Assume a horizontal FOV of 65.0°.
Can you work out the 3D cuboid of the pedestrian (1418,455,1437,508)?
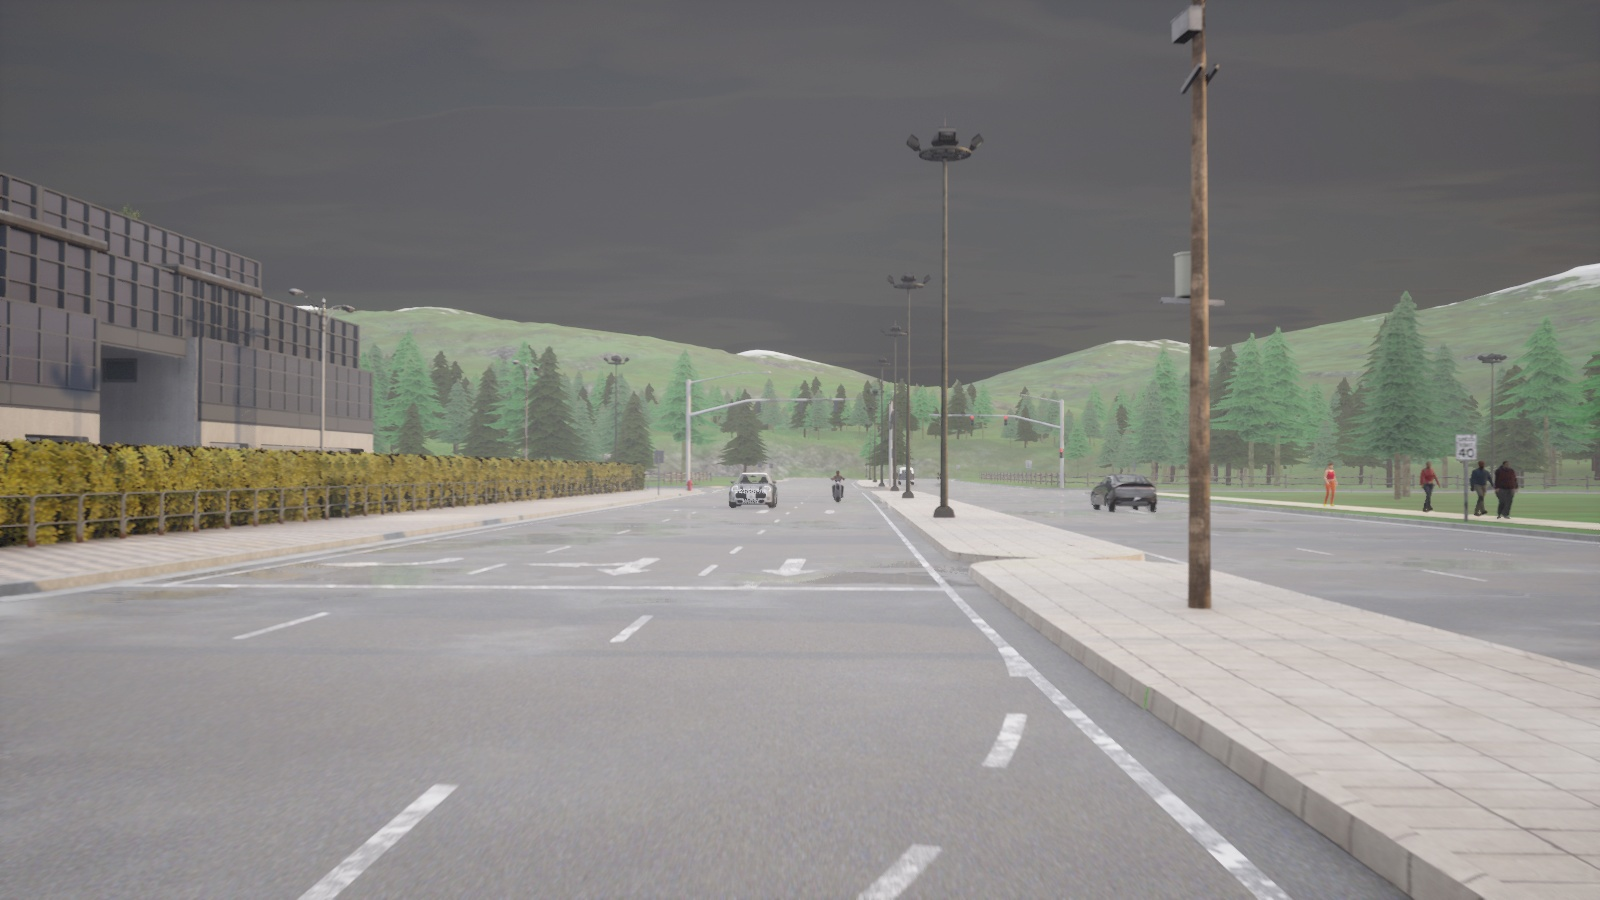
[{"bbox_3d":[22.141,1.108,44.306,0.331,1.846,0.636,0,-1,2],"label":"pedestrian"}]

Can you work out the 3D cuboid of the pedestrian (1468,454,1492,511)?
[{"bbox_3d":[21.976,1.047,40.587,0.370,1.835,0.726,0,-1,2],"label":"pedestrian"}]

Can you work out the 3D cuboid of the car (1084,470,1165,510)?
[{"bbox_3d":[12.975,1.565,50.524,2.128,1.511,4.902,0,-1,2],"label":"car"}]

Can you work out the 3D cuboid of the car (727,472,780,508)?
[{"bbox_3d":[-1.933,1.679,53.261,1.970,1.475,3.806,0,-1,2],"label":"car"}]

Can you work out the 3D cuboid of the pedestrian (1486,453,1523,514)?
[{"bbox_3d":[21.517,1.011,38.355,0.634,1.844,0.899,0,-1,5],"label":"pedestrian"}]

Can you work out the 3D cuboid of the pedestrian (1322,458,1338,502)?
[{"bbox_3d":[21.948,1.238,52.001,0.345,1.836,0.594,0,-1,-4],"label":"pedestrian"}]
